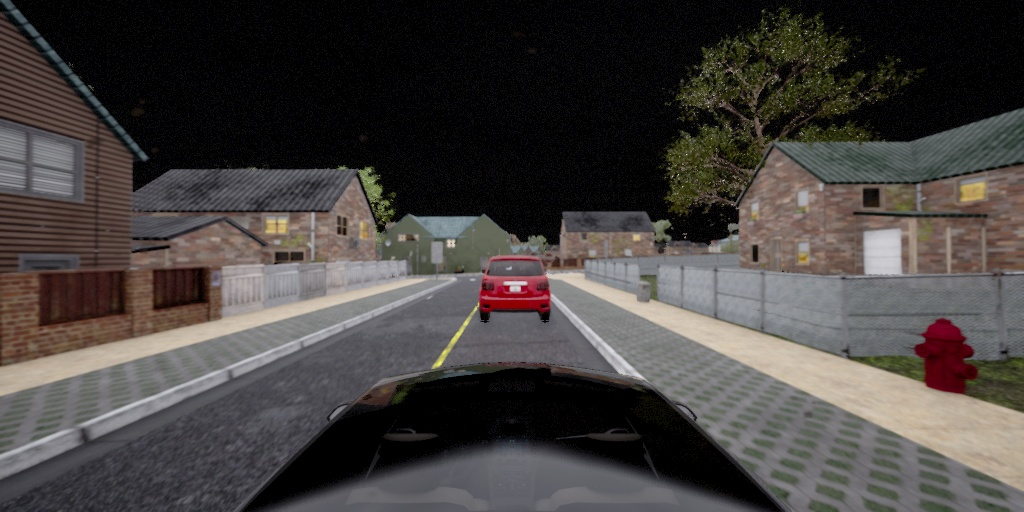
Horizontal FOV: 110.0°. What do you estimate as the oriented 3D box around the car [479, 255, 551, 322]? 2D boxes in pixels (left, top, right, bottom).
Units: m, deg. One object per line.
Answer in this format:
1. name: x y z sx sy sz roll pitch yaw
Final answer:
1. car: 0.092 1.002 12.609 2.150 2.045 5.566 0 0 0
